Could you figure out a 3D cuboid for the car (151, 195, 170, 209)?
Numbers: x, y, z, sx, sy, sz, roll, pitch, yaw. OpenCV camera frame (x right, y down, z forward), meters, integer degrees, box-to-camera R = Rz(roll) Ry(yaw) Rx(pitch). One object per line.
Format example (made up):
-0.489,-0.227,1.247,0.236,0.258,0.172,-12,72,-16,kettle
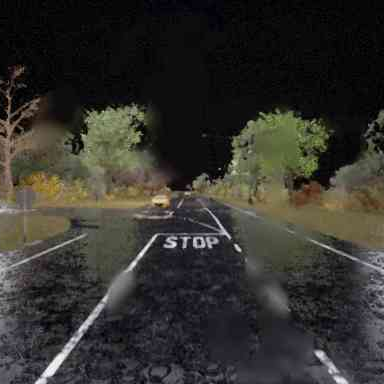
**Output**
-3.529,1.140,37.695,1.882,1.535,5.008,0,-1,0,car
